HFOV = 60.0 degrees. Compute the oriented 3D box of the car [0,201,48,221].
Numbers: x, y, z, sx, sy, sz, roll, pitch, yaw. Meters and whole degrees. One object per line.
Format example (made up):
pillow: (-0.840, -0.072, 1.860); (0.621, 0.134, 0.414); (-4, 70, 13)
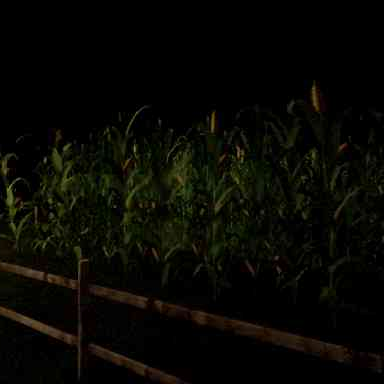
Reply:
car: (-12.490, 1.370, 24.599); (1.895, 1.301, 4.718); (0, 1, 38)
